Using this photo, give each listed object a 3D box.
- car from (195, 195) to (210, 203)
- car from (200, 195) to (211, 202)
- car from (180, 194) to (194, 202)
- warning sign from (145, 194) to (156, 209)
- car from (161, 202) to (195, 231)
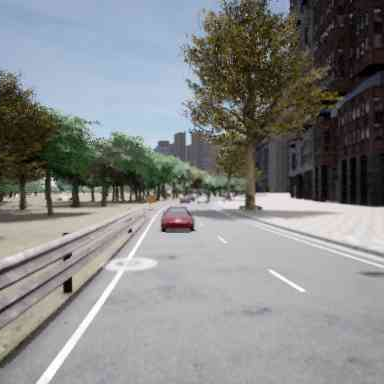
[{"bbox_3d":[2.204,1.564,67.833,1.812,1.442,4.674,0,0,5],"label":"car"},{"bbox_3d":[3.188,1.460,77.916,2.128,1.511,4.902,0,0,7],"label":"car"},{"bbox_3d":[-1.358,1.595,67.192,2.033,1.411,5.357,0,0,5],"label":"car"},{"bbox_3d":[-5.118,1.163,41.075,1.300,1.860,1.060,0,0,-1],"label":"warning sign"},{"bbox_3d":[-0.905,1.586,20.826,1.994,1.385,4.181,0,0,-4],"label":"car"}]
